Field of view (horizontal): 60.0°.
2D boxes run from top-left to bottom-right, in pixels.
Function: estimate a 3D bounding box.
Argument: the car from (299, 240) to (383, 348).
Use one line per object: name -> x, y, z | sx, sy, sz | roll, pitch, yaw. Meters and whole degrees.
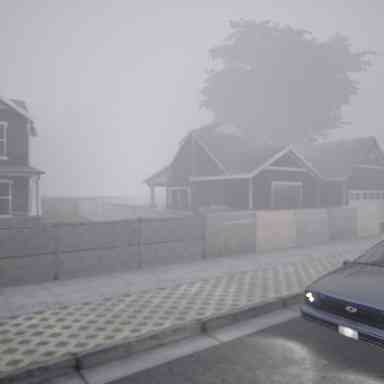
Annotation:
car -> 4.330, 1.558, 6.160 | 5.357, 1.411, 2.033 | 0, 0, -36
